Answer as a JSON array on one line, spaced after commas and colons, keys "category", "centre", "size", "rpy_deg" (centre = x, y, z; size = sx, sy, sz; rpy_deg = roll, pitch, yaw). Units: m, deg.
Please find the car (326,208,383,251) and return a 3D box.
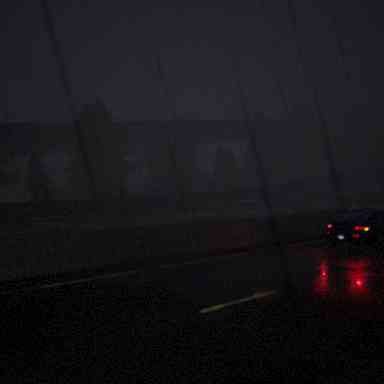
[{"category": "car", "centre": [7.180, 1.347, 13.176], "size": [4.674, 1.442, 1.812], "rpy_deg": [-2, 1, -36]}]
